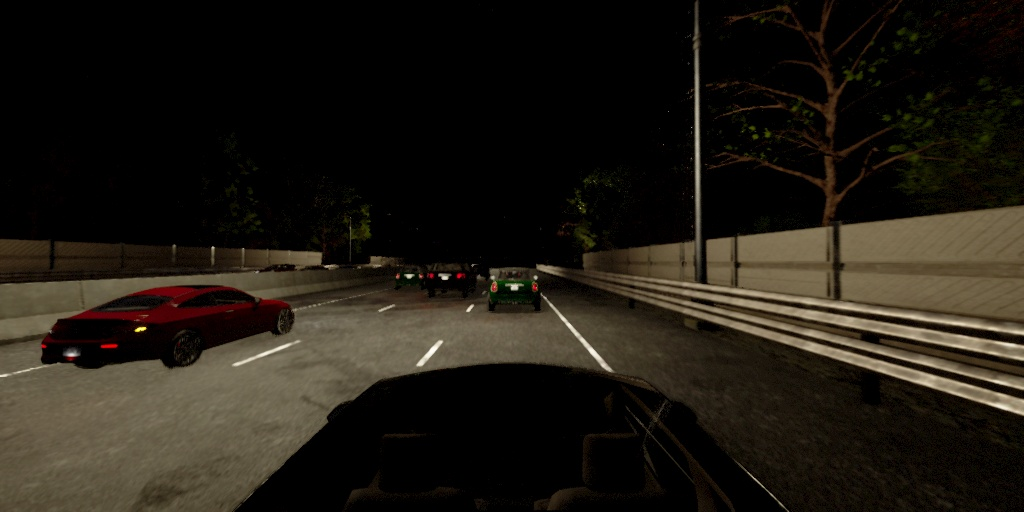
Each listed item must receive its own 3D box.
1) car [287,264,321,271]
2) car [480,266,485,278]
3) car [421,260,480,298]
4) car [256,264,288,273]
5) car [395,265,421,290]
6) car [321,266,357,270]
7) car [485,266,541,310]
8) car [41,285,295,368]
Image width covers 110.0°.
[{"bbox_3d":[-21.018,1.761,37.981,1.882,1.535,5.008,0,-1,1],"label":"car"},{"bbox_3d":[-3.383,1.809,39.253,1.837,1.490,4.892,0,0,0],"label":"car"},{"bbox_3d":[-3.383,1.247,20.923,2.150,2.045,5.566,0,-1,1],"label":"car"},{"bbox_3d":[-24.524,1.628,37.567,2.097,1.767,4.553,0,-1,1],"label":"car"},{"bbox_3d":[-6.891,1.455,26.209,2.097,1.767,4.553,0,-1,0],"label":"car"},{"bbox_3d":[-17.522,1.756,37.686,1.882,1.535,5.008,0,-1,1],"label":"car"},{"bbox_3d":[0.103,1.303,15.978,2.097,1.767,4.553,0,-1,0],"label":"car"},{"bbox_3d":[-6.898,1.362,7.929,1.812,1.442,4.674,0,-1,0],"label":"car"}]
